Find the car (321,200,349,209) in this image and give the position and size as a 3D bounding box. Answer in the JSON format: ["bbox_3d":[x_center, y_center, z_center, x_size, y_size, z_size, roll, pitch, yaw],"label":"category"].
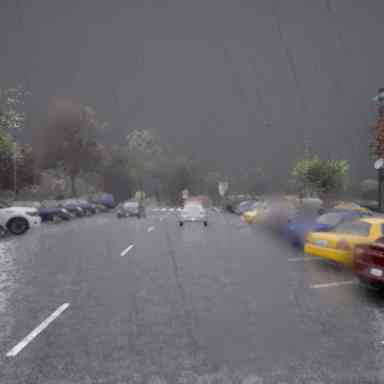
[{"bbox_3d":[28.077,2.486,65.267,2.231,1.521,4.892,2,-1,-21],"label":"car"}]

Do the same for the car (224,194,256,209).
[{"bbox_3d":[6.020,1.221,34.147,5.566,2.045,2.435,1,0,-20],"label":"car"}]

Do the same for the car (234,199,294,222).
[{"bbox_3d":[5.825,1.472,22.226,5.366,1.575,1.946,1,0,-20],"label":"car"}]

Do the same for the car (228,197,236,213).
[{"bbox_3d":[6.000,1.476,28.214,4.892,1.521,2.231,1,0,-20],"label":"car"}]

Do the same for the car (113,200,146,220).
[{"bbox_3d":[-5.087,1.513,28.477,1.812,1.442,4.674,0,0,0],"label":"car"}]

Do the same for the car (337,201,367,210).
[{"bbox_3d":[31.397,2.585,65.489,1.946,1.575,5.366,2,-1,-21],"label":"car"}]

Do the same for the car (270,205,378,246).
[{"bbox_3d":[5.994,1.481,13.427,5.008,1.535,2.097,1,0,-20],"label":"car"}]

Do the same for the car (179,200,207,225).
[{"bbox_3d":[0.094,1.515,23.572,1.812,1.442,4.674,0,0,0],"label":"car"}]

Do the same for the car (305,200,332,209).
[{"bbox_3d":[24.684,2.382,65.235,2.231,1.521,4.892,2,-1,-21],"label":"car"}]

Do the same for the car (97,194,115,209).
[{"bbox_3d":[-10.980,1.221,35.550,5.566,2.045,2.435,-1,0,-20],"label":"car"}]

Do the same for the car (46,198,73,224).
[{"bbox_3d":[-10.978,1.352,23.467,4.553,1.767,2.185,-1,0,-20],"label":"car"}]

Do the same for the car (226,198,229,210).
[{"bbox_3d":[5.994,1.513,31.172,4.674,1.452,2.002,1,0,-20],"label":"car"}]

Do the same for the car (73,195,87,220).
[{"bbox_3d":[-10.985,1.350,26.494,4.553,1.767,2.185,-1,0,-20],"label":"car"}]

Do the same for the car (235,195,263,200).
[{"bbox_3d":[6.027,1.351,25.263,4.553,1.767,2.185,1,0,-20],"label":"car"}]

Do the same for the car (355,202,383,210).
[{"bbox_3d":[34.872,2.721,65.337,2.163,1.488,4.792,2,-1,-21],"label":"car"}]

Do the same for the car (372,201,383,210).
[{"bbox_3d":[38.244,2.668,65.439,2.185,1.767,4.553,2,-1,-21],"label":"car"}]

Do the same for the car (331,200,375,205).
[{"bbox_3d":[22.453,2.275,46.896,1.946,1.575,5.366,2,1,-21],"label":"car"}]

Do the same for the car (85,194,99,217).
[{"bbox_3d":[-10.925,1.348,29.532,4.553,1.767,2.185,-1,0,-20],"label":"car"}]

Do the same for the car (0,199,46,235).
[{"bbox_3d":[-10.928,1.228,17.448,5.566,2.045,2.435,-1,0,-20],"label":"car"}]

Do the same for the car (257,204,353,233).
[{"bbox_3d":[6.021,1.510,16.393,4.792,1.488,2.163,1,0,-20],"label":"car"}]

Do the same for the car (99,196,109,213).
[{"bbox_3d":[-10.961,1.474,32.547,4.892,1.521,2.231,-1,0,-20],"label":"car"}]

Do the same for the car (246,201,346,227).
[{"bbox_3d":[5.998,1.480,19.343,4.892,1.521,2.231,1,0,-20],"label":"car"}]

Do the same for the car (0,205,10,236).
[{"bbox_3d":[-10.920,1.510,14.425,4.792,1.488,2.163,-1,0,-20],"label":"car"}]

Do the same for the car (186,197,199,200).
[{"bbox_3d":[0.087,1.336,38.713,2.097,1.767,4.553,0,0,0],"label":"car"}]

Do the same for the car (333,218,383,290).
[{"bbox_3d":[5.998,1.483,7.498,5.008,1.535,2.097,1,0,-20],"label":"car"}]

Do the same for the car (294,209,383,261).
[{"bbox_3d":[6.168,1.482,10.531,5.366,1.575,1.946,1,0,-20],"label":"car"}]

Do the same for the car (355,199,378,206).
[{"bbox_3d":[25.432,2.129,47.073,2.435,2.045,5.566,2,1,-21],"label":"car"}]
